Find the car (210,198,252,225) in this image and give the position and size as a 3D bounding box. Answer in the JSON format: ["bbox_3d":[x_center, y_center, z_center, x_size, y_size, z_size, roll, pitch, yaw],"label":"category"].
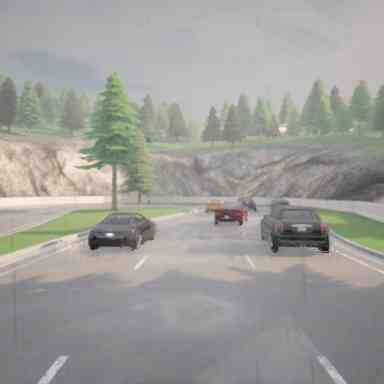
[{"bbox_3d":[2.913,1.475,23.941,1.882,1.535,5.008,0,0,15],"label":"car"}]

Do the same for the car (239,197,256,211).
[{"bbox_3d":[6.338,1.348,40.392,2.097,1.767,4.553,0,0,-1],"label":"car"}]

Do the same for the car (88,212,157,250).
[{"bbox_3d":[-2.831,1.562,14.365,1.994,1.385,4.181,0,0,6],"label":"car"}]

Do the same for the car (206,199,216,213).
[{"bbox_3d":[2.745,1.473,36.828,1.882,1.535,5.008,0,0,12],"label":"car"}]

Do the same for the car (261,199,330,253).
[{"bbox_3d":[4.139,1.350,13.964,2.097,1.767,4.553,0,0,6],"label":"car"}]
